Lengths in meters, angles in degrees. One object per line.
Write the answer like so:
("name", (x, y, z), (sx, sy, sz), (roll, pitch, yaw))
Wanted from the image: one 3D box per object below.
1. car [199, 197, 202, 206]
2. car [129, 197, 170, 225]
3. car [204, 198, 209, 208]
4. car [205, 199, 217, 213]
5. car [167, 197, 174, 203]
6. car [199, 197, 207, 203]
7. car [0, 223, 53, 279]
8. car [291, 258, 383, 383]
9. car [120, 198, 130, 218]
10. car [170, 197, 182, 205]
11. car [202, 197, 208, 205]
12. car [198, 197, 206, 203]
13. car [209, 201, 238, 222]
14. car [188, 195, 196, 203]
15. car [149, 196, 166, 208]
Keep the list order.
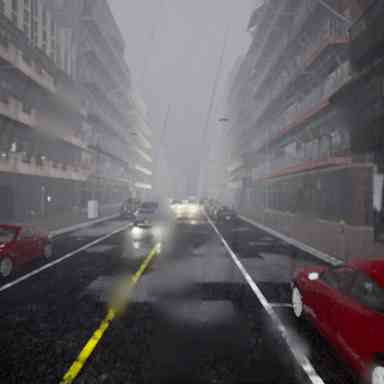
("car", (2.378, 1.693, 62.685), (2.097, 1.767, 4.553), (0, 0, 0))
("car", (-3.101, 1.477, 25.016), (2.097, 1.767, 4.553), (0, 0, 0))
("car", (2.684, 1.737, 38.444), (1.887, 1.381, 4.507), (0, 0, 0))
("car", (2.685, 1.715, 32.781), (2.008, 1.369, 4.403), (0, 0, 0))
("car", (-5.706, 2.060, 89.248), (1.752, 1.417, 4.829), (0, 0, 0))
("car", (2.675, 2.037, 83.738), (1.887, 1.381, 4.507), (0, 0, 0))
("car", (-5.692, 1.633, 10.150), (1.802, 1.307, 4.206), (0, 0, 0))
("car", (2.689, 1.568, 4.469), (1.887, 1.381, 4.507), (0, 0, 0))
("car", (-5.696, 1.479, 32.802), (2.192, 1.841, 5.009), (0, 0, 0))
("car", (-3.014, 1.955, 66.292), (1.895, 1.301, 4.718), (0, 0, 0))
("car", (2.683, 1.662, 44.104), (1.967, 1.590, 4.097), (0, 0, 0))
("car", (2.674, 2.063, 89.567), (1.752, 1.417, 4.829), (0, 0, 0))
("car", (2.686, 1.687, 27.119), (2.008, 1.369, 4.403), (0, 0, 0))
("car", (-0.012, 1.892, 81.169), (2.033, 1.411, 5.357), (0, 0, 0))
("car", (-5.701, 1.606, 55.448), (2.192, 1.841, 5.009), (0, 0, 0))
